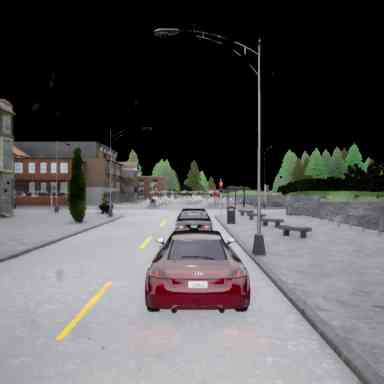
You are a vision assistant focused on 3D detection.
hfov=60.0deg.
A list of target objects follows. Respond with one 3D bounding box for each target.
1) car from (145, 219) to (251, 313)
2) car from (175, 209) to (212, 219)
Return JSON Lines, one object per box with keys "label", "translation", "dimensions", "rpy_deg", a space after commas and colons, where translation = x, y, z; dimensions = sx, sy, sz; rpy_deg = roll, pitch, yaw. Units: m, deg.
{"label": "car", "translation": [0.094, 1.564, 7.736], "dimensions": [1.994, 1.385, 4.181], "rpy_deg": [0, 0, 0]}
{"label": "car", "translation": [0.081, 1.547, 16.972], "dimensions": [2.033, 1.411, 5.357], "rpy_deg": [0, 0, 0]}
